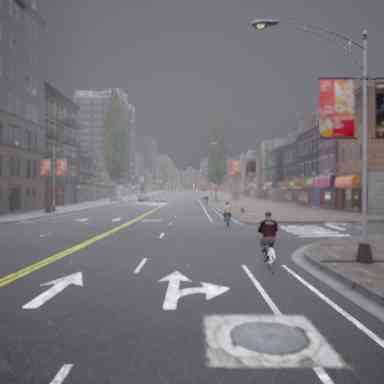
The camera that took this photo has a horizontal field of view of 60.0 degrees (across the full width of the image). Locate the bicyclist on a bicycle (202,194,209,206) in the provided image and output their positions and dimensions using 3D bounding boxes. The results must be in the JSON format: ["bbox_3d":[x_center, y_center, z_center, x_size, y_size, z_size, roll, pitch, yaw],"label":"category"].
[{"bbox_3d":[2.272,1.339,51.344,0.659,1.776,1.843,0,1,0],"label":"bicyclist on a bicycle"}]

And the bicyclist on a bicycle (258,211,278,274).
[{"bbox_3d":[2.255,1.447,10.010,0.659,1.776,1.843,0,0,0],"label":"bicyclist on a bicycle"}]

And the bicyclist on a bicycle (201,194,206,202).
[{"bbox_3d":[2.290,1.221,65.446,0.866,1.612,1.509,0,1,0],"label":"bicyclist on a bicycle"}]

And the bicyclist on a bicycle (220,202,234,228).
[{"bbox_3d":[2.223,1.404,20.958,0.866,1.612,1.509,-1,0,0],"label":"bicyclist on a bicycle"}]

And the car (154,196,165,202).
[{"bbox_3d":[-6.473,1.431,66.842,1.895,1.301,4.718,0,1,0],"label":"car"}]

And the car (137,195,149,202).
[{"bbox_3d":[-9.723,1.335,66.872,1.994,1.385,4.181,0,1,0],"label":"car"}]
